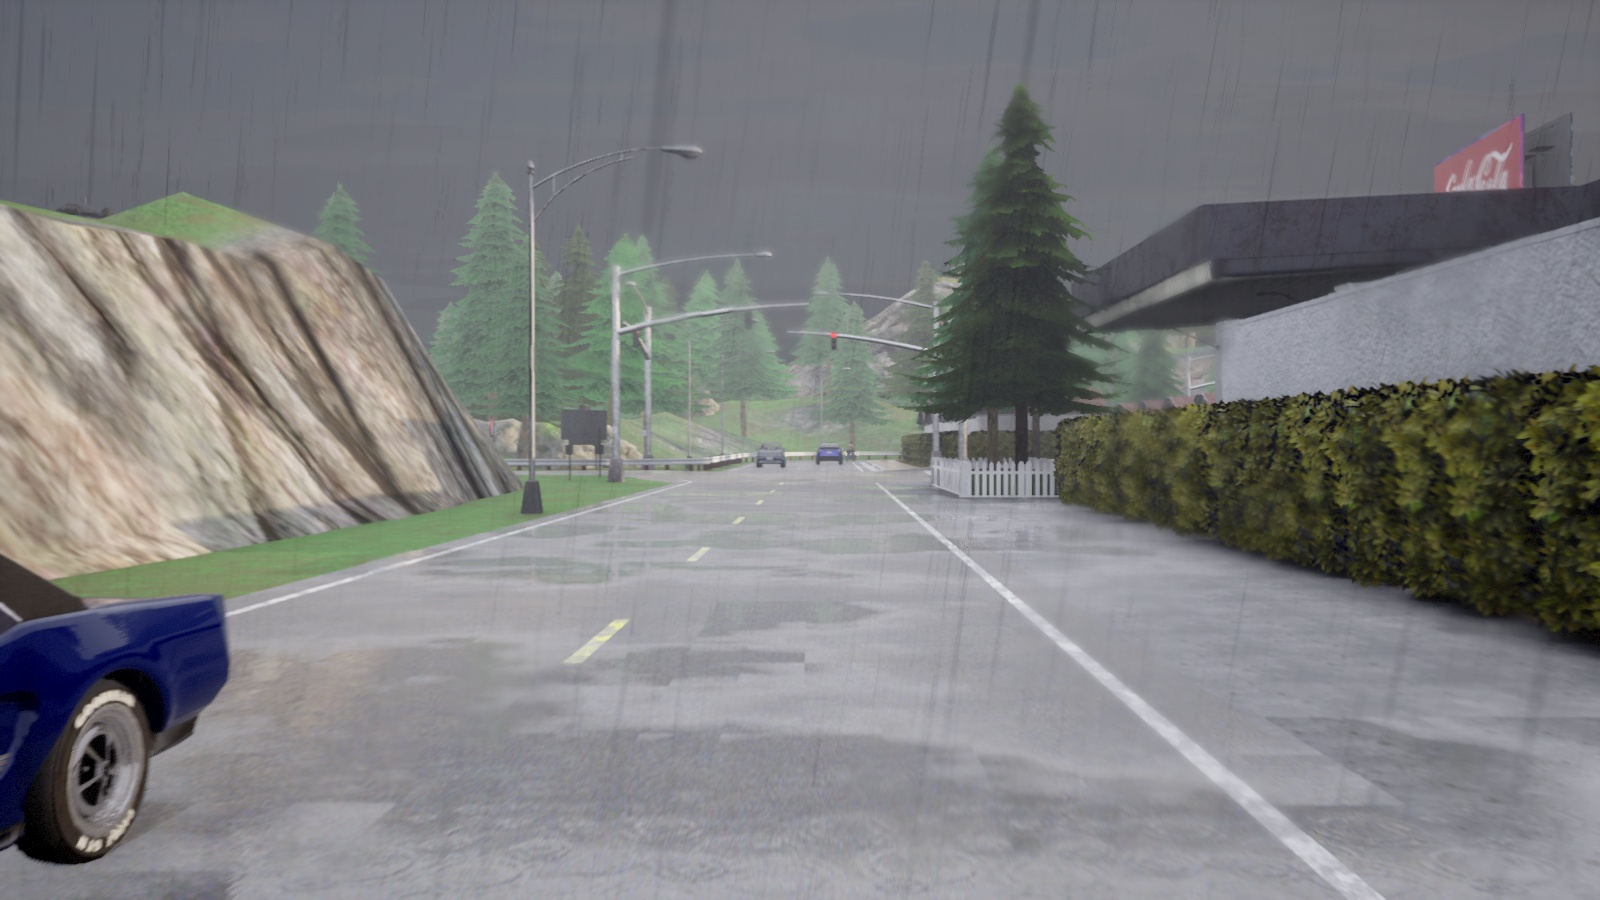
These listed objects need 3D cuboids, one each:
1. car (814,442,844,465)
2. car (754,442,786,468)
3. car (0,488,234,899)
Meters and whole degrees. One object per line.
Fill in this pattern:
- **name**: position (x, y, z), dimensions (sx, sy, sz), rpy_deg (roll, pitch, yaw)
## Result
- **car**: position (1.983, 0.205, 86.972), dimensions (2.007, 1.525, 4.514), rpy_deg (0, 0, 1)
- **car**: position (-1.775, 0.297, 75.652), dimensions (1.789, 1.549, 3.705), rpy_deg (0, 0, 1)
- **car**: position (-3.428, 0.826, 3.048), dimensions (1.895, 1.301, 4.718), rpy_deg (0, 0, 1)
